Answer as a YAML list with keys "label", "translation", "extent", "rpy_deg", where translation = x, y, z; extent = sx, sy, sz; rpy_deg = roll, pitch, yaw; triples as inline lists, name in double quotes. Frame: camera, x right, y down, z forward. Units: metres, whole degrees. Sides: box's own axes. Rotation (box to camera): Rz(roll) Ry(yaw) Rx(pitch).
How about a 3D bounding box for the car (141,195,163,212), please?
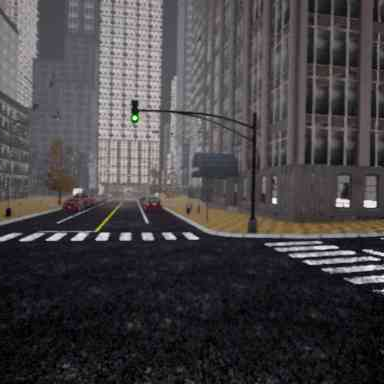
- label: "car"
  translation: [-4.242, 1.342, 36.590]
  extent: [1.967, 1.590, 4.097]
  rpy_deg: [0, 0, -10]

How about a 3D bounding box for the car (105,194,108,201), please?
- label: "car"
  translation: [-17.358, 1.196, 62.492]
  extent: [1.887, 1.381, 4.507]
  rpy_deg: [0, 0, -10]

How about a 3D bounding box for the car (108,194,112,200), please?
- label: "car"
  translation: [-19.304, 1.193, 73.439]
  extent: [1.802, 1.307, 4.206]
  rpy_deg: [0, 0, -10]

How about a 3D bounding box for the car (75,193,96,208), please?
- label: "car"
  translation: [-13.464, 1.048, 40.598]
  extent: [2.192, 1.841, 5.009]
  rpy_deg: [0, 0, -10]

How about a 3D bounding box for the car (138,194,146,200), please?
- label: "car"
  translation: [-12.058, 1.264, 80.548]
  extent: [1.752, 1.417, 4.829]
  rpy_deg: [0, 0, -10]

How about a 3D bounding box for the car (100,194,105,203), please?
- label: "car"
  translation: [-16.356, 1.198, 56.851]
  extent: [1.752, 1.417, 4.829]
  rpy_deg: [0, 0, -10]

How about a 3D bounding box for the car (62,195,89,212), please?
- label: "car"
  translation: [-12.493, 1.298, 35.124]
  extent: [1.887, 1.381, 4.507]
  rpy_deg: [0, 0, -10]

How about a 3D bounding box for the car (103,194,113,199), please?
- label: "car"
  translation: [-21.250, 1.122, 84.387]
  extent: [2.008, 1.369, 4.403]
  rpy_deg: [0, 0, -10]

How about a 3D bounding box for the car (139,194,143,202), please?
- label: "car"
  translation: [-10.081, 1.361, 69.433]
  extent: [1.802, 1.307, 4.206]
  rpy_deg: [0, 0, -10]

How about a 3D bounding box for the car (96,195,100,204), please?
- label: "car"
  translation: [-14.437, 1.028, 46.071]
  extent: [2.192, 1.841, 5.009]
  rpy_deg: [0, 0, -10]
